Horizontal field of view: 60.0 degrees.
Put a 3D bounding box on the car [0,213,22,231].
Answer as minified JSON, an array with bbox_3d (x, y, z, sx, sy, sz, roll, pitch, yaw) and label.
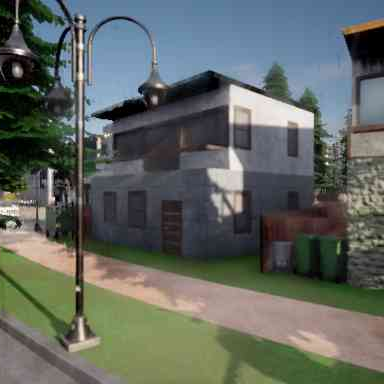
[{"bbox_3d":[-12.696,1.736,20.283,1.994,1.385,4.181,-1,-1,33],"label":"car"}]
